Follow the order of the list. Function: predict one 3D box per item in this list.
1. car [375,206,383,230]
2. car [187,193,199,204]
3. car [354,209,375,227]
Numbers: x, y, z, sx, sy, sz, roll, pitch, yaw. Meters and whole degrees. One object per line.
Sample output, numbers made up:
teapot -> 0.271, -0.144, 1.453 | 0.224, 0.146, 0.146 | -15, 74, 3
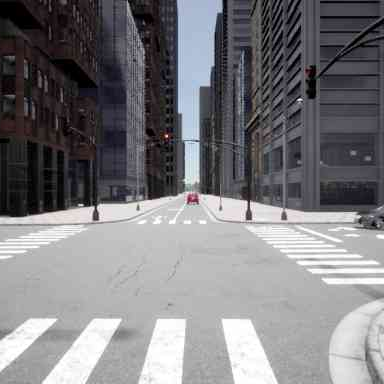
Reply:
car -> 12.157, 1.401, 16.355 | 4.902, 1.511, 2.128 | 0, 0, -1
car -> 0.191, 1.240, 62.324 | 2.150, 2.045, 5.566 | 0, 0, 0
car -> 12.185, 1.393, 19.585 | 4.902, 1.511, 2.128 | 0, 0, 2
